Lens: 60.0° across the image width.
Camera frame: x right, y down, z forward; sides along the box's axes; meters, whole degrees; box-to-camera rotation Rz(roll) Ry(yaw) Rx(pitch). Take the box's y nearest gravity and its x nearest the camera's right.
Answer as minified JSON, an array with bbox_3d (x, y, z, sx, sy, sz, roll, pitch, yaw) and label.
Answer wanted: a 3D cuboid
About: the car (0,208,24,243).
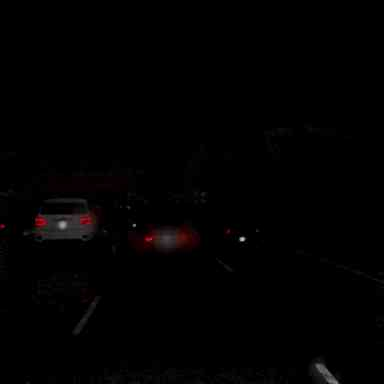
[{"bbox_3d":[-9.632,1.688,16.398,1.994,1.385,4.181,0,0,-19],"label":"car"}]

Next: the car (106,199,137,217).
[{"bbox_3d":[-7.516,1.602,34.571,2.097,1.767,4.553,0,-1,-36],"label":"car"}]

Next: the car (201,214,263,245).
[{"bbox_3d":[1.596,1.715,16.229,1.895,1.301,4.718,0,0,-14],"label":"car"}]

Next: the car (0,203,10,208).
[{"bbox_3d":[-18.102,1.709,30.687,1.882,1.535,5.008,1,-1,-41],"label":"car"}]

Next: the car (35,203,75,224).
[{"bbox_3d":[-11.784,1.758,28.357,2.033,1.411,5.357,0,0,-35],"label":"car"}]

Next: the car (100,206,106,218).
[{"bbox_3d":[-10.627,1.592,32.877,2.097,1.767,4.553,0,-1,-36],"label":"car"}]

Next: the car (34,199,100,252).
[{"bbox_3d":[-5.370,1.323,14.657,2.150,2.045,5.566,0,-1,-15],"label":"car"}]

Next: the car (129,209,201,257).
[{"bbox_3d":[-1.345,1.645,13.540,2.033,1.411,5.357,0,0,-12],"label":"car"}]
